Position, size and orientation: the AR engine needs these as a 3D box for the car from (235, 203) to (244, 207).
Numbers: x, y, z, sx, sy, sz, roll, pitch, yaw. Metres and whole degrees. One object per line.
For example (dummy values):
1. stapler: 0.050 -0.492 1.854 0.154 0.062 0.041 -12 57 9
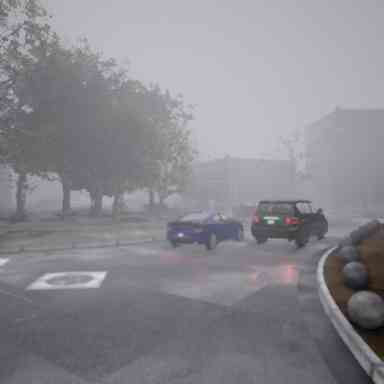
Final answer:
1. car: 5.596 1.819 33.849 1.882 1.535 5.008 1 -1 -11

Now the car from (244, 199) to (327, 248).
1. car: 4.797 1.357 15.928 2.150 2.045 5.566 0 -1 35

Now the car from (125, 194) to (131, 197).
1. car: -14.381 2.090 85.571 4.553 1.767 2.185 0 0 -15

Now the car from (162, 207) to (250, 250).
1. car: 0.766 1.606 15.255 1.882 1.535 5.008 0 -2 29

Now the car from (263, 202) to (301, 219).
1. car: 8.968 1.818 33.732 1.882 1.535 5.008 1 -1 -9

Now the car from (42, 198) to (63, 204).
1. car: -34.364 2.184 82.134 4.674 1.452 2.002 0 0 -15

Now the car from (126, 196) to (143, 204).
1. car: -13.018 2.227 80.308 4.792 1.488 2.163 0 0 -15

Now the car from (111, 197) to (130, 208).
1. car: -12.852 2.122 58.172 1.812 1.442 4.674 0 0 -27

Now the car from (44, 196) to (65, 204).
1. car: -35.059 2.020 84.803 4.553 1.767 2.185 0 0 -15

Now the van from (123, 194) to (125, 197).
1. van: -15.284 1.994 88.339 4.442 1.987 1.878 0 0 -15

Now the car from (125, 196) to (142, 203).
1. car: -16.563 2.087 93.624 4.553 1.767 2.185 0 0 -15

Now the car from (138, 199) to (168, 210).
1. car: -5.972 2.153 52.597 1.895 1.301 4.718 1 -1 -44

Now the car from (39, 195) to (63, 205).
1. car: -32.889 2.010 76.817 4.553 1.767 2.185 0 0 -15
